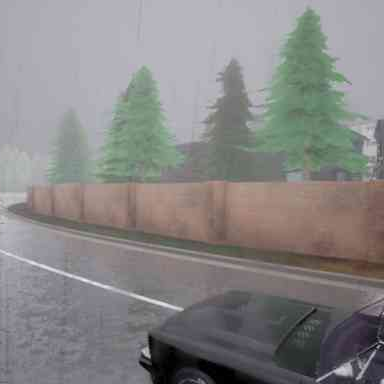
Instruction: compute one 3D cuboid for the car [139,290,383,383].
[{"bbox_3d":[1.804,1.598,2.793,4.718,1.301,1.895,1,0,35],"label":"car"}]
